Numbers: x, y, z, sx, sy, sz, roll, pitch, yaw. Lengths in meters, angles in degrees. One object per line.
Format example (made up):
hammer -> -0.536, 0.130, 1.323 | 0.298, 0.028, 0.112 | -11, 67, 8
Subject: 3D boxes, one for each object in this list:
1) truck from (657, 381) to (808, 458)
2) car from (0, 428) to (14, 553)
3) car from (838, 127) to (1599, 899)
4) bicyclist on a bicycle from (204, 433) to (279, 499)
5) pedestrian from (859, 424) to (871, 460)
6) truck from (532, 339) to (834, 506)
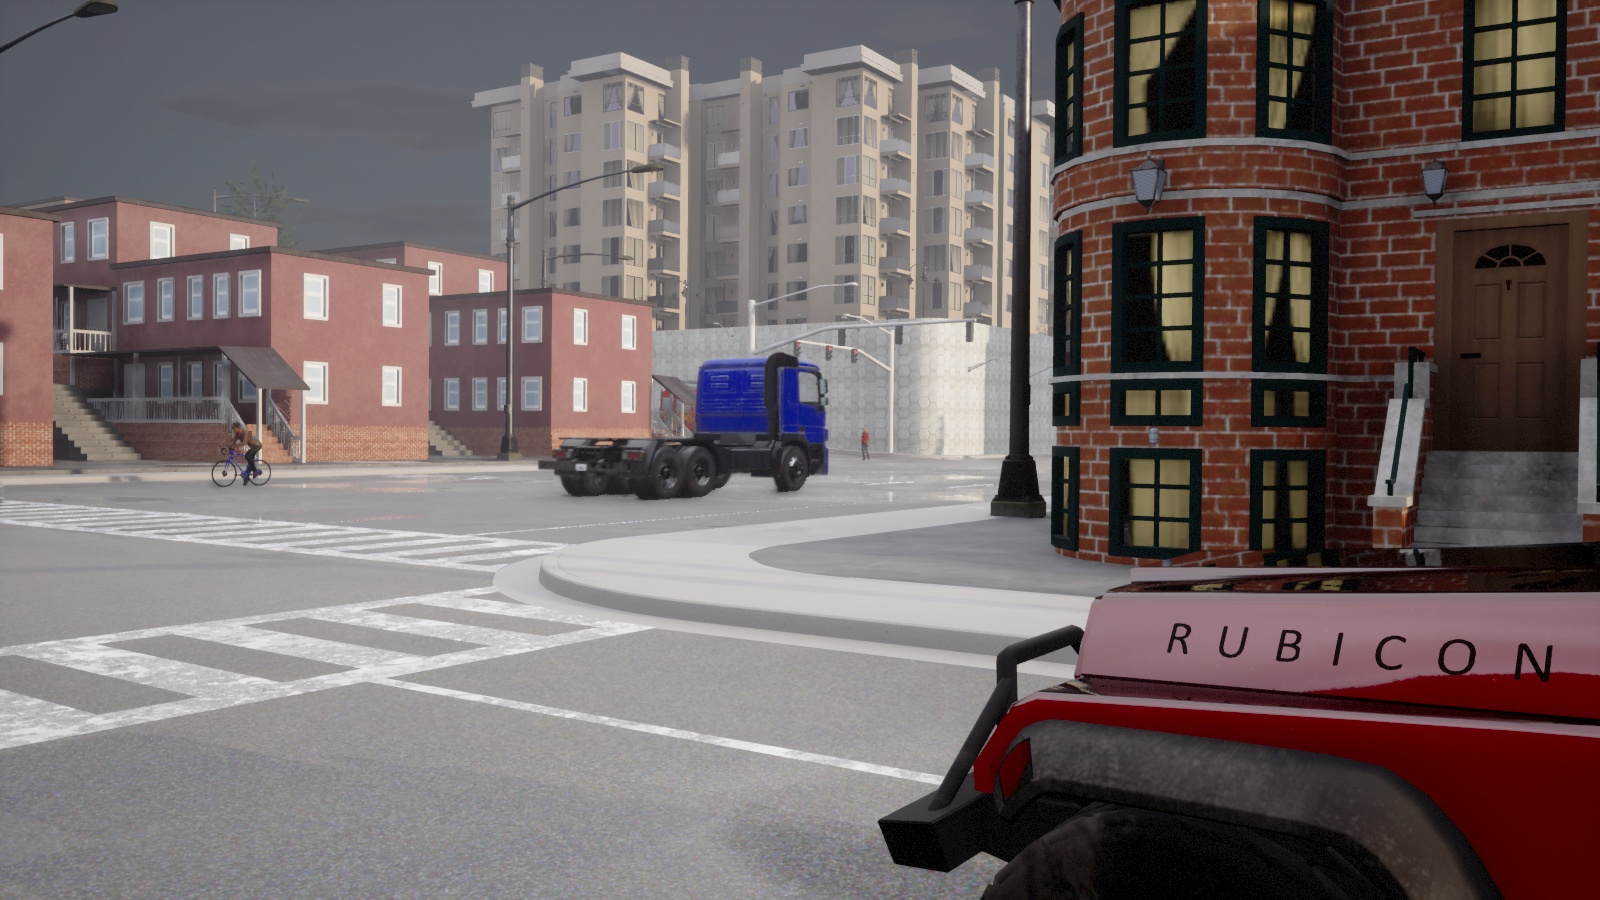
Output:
truck -> -4.007, -1.806, 72.816 | 8.468, 3.827, 2.891 | 6, 4, 33
car -> -12.946, 0.561, 15.952 | 4.856, 1.649, 2.033 | -1, 1, -36
car -> 2.219, 0.478, 2.153 | 3.866, 1.878, 1.905 | 0, 1, 33
bicyclist on a bicycle -> -14.082, 0.379, 31.706 | 0.582, 1.620, 1.656 | 0, 1, 33
pedestrian -> 3.429, -0.429, 66.323 | 0.331, 1.846, 0.636 | 0, 1, 30
truck -> -2.501, -0.640, 30.195 | 2.891, 3.462, 7.936 | 0, 1, 33
